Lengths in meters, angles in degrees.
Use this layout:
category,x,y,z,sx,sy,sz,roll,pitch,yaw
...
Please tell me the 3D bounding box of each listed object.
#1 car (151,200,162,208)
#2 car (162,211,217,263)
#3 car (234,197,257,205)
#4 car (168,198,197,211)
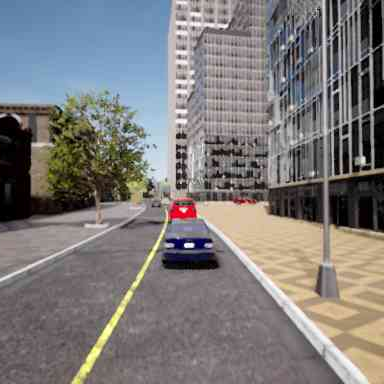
category,x,y,z,sx,sy,sz,roll,pitch,yaw
car,-6.605,2.137,61.495,1.882,1.535,5.008,0,-1,-7
car,-0.146,1.687,12.590,2.033,1.411,5.357,0,-1,-1
car,11.422,1.976,71.518,5.009,1.841,2.192,0,-2,13
car,-0.756,1.529,27.662,2.150,2.045,5.566,0,0,-3
